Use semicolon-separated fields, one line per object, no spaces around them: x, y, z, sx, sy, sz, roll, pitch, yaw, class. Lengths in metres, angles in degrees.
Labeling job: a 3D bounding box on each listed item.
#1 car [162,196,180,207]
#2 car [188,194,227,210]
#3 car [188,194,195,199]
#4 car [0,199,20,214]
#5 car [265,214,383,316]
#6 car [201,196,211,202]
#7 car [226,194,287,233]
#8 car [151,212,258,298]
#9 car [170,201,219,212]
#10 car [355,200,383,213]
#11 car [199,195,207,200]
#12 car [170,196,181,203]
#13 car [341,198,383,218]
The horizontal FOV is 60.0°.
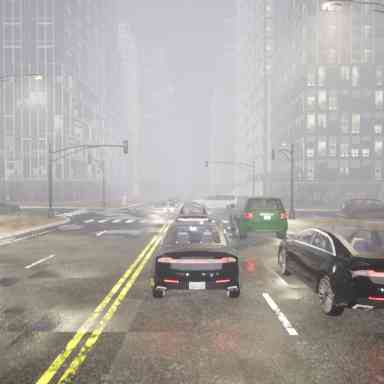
-3.481;1.453;51.349;2.128;1.511;4.902;0;0;0;car
2.648;1.214;36.033;5.566;2.045;2.150;1;1;1;car
-0.247;1.333;91.270;1.895;1.301;4.718;0;0;0;car
-19.483;1.406;33.154;4.181;1.385;1.994;1;1;1;car
3.327;1.488;7.462;2.128;1.511;4.902;0;0;0;car
3.108;1.493;72.590;1.994;1.385;4.181;0;0;0;car
3.303;1.212;17.304;2.150;2.045;5.566;0;0;0;car
0.077;1.487;8.472;2.128;1.511;4.902;0;0;0;car
0.051;1.482;17.656;2.128;1.511;4.902;0;0;0;car
21.705;1.641;38.377;4.829;1.417;1.752;1;0;1;car
3.004;1.501;91.277;1.895;1.301;4.718;0;0;0;car
-3.442;1.490;70.586;1.994;1.385;4.181;0;0;0;car
16.119;1.518;30.076;5.009;1.841;2.192;1;0;1;car
